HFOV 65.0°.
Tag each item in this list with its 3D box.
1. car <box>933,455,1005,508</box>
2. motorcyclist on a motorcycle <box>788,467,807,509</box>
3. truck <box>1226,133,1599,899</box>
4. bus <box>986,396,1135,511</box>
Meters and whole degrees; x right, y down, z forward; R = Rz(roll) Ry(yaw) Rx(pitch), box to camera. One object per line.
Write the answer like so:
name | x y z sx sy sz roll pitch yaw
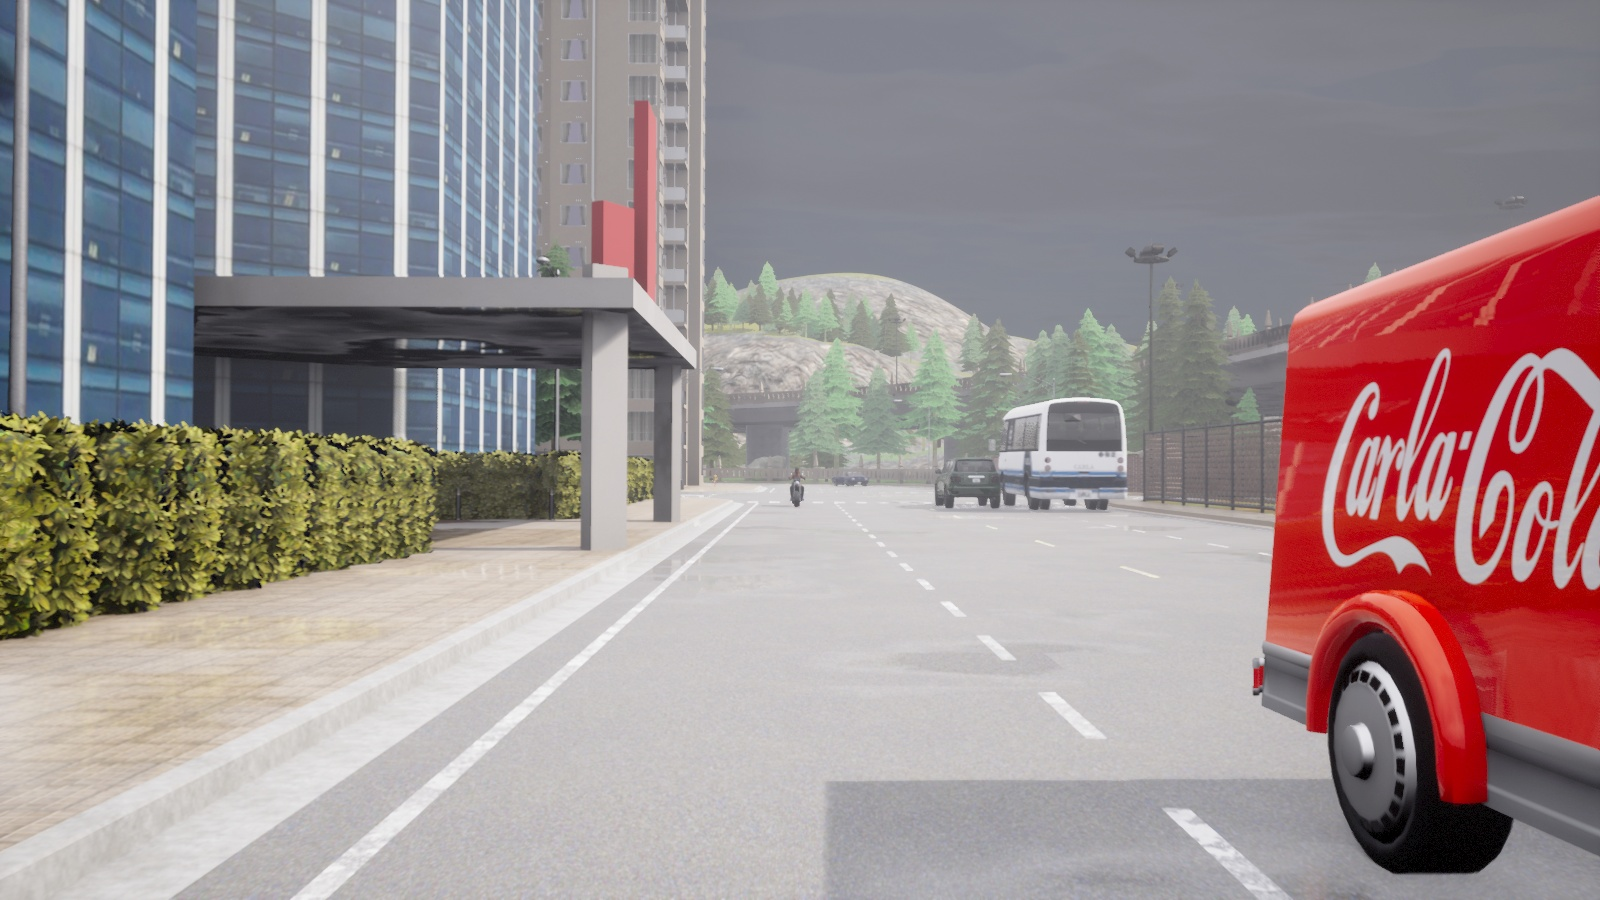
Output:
car | 6.875 1.272 51.686 2.150 2.045 5.566 0 -1 0
motorcyclist on a motorcycle | -0.108 1.527 51.368 0.766 1.649 2.350 0 -1 0
truck | 3.489 0.376 3.749 2.627 2.467 5.204 0 -2 0
bus | 10.370 0.160 51.436 3.944 4.253 10.273 0 0 0
